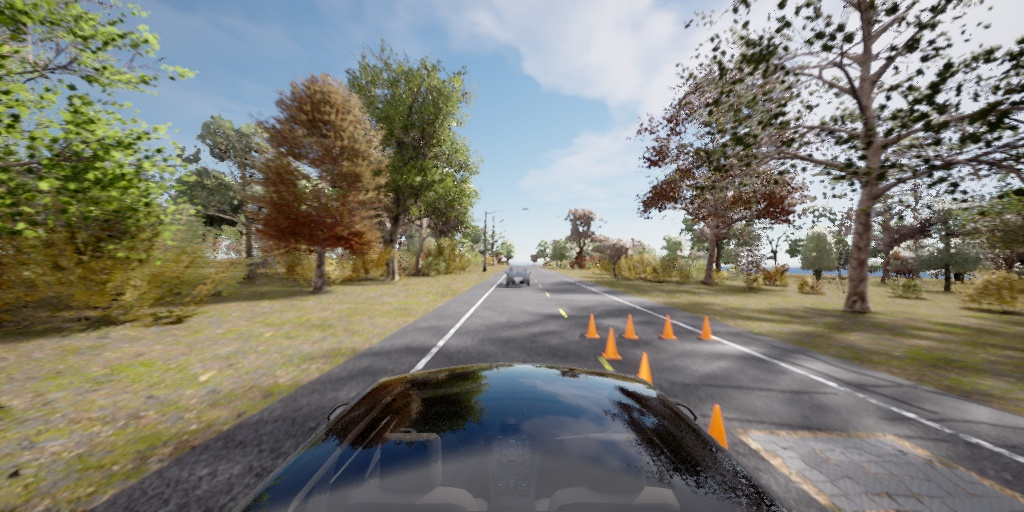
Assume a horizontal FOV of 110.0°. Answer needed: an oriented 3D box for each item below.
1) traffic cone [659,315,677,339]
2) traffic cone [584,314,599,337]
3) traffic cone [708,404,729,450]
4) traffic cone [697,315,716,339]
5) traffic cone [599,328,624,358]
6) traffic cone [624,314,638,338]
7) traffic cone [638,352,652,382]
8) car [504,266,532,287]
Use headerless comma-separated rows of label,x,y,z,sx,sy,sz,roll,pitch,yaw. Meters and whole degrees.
traffic cone,4.114,1.850,9.463,0.340,0.580,0.340,0,0,1
traffic cone,2.115,1.823,9.502,0.340,0.580,0.340,0,0,1
traffic cone,1.998,1.753,3.503,0.340,0.580,0.340,0,0,1
traffic cone,5.114,1.863,9.443,0.340,0.580,0.340,0,0,1
traffic cone,2.076,1.799,7.502,0.340,0.580,0.340,0,0,1
traffic cone,3.114,1.836,9.482,0.340,0.580,0.340,0,0,1
traffic cone,2.037,1.776,5.503,0.340,0.580,0.340,0,0,1
car,0.469,1.560,27.891,2.128,1.511,4.902,1,-1,1
